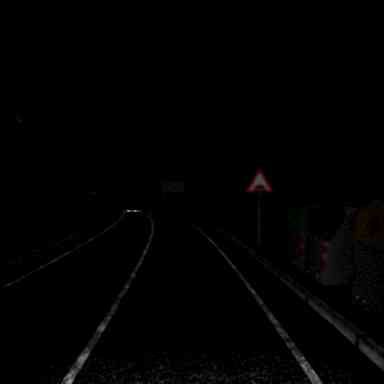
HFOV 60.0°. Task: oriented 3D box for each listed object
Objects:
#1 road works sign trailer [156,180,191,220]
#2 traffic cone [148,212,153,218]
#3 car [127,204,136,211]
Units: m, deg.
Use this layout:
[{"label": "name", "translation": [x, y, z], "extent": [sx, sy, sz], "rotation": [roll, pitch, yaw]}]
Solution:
[{"label": "road works sign trailer", "translation": [-1.739, 0.549, 30.400], "extent": [2.380, 3.560, 2.880], "rotation": [2, -29, -19]}, {"label": "traffic cone", "translation": [-4.472, 2.518, 36.731], "extent": [0.340, 0.580, 0.340], "rotation": [0, -2, -10]}, {"label": "car", "translation": [-12.775, 3.213, 70.707], "extent": [2.033, 1.411, 5.357], "rotation": [0, -1, -11]}]
